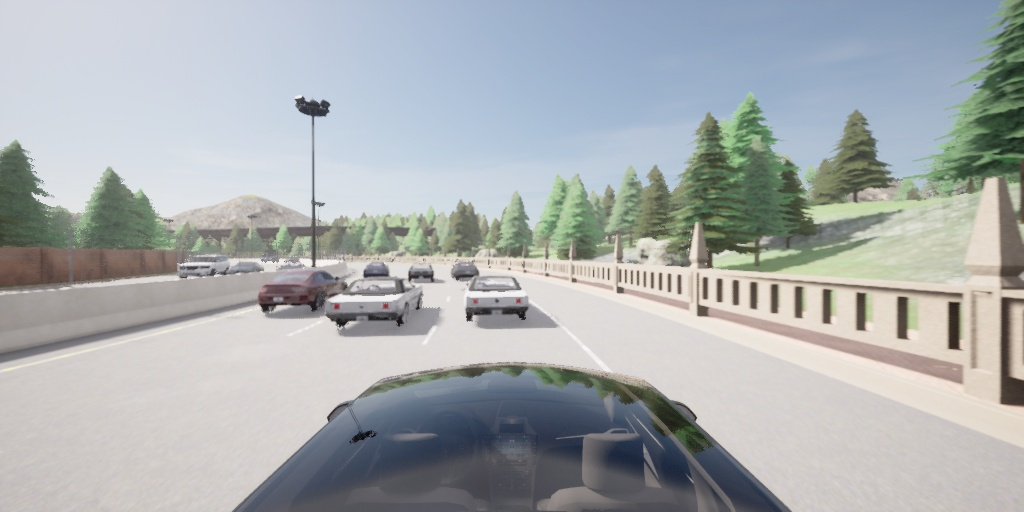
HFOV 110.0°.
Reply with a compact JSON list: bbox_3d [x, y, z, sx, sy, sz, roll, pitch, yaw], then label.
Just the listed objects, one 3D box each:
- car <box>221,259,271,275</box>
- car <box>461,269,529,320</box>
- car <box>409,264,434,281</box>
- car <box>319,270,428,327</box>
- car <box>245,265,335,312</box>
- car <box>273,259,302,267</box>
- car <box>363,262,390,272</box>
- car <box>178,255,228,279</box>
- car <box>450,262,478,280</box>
[{"bbox_3d":[-22.873,1.204,31.031,1.812,1.442,4.674,0,0,-20],"label":"car"},{"bbox_3d":[-0.642,1.299,12.360,1.895,1.301,4.718,0,0,-6],"label":"car"},{"bbox_3d":[-7.120,1.240,28.049,1.895,1.301,4.718,0,0,-15],"label":"car"},{"bbox_3d":[-4.068,1.315,11.464,1.895,1.301,4.718,0,0,-5],"label":"car"},{"bbox_3d":[-7.941,1.240,13.996,1.812,1.442,4.674,0,0,-8],"label":"car"},{"bbox_3d":[-19.644,1.225,32.327,1.994,1.385,4.181,0,0,-20],"label":"car"},{"bbox_3d":[-11.651,1.204,30.999,1.994,1.385,4.181,0,0,-16],"label":"car"},{"bbox_3d":[-26.699,0.908,31.405,2.150,2.045,5.566,0,1,-20],"label":"car"},{"bbox_3d":[-3.891,1.186,29.315,1.994,1.385,4.181,0,0,-15],"label":"car"}]
